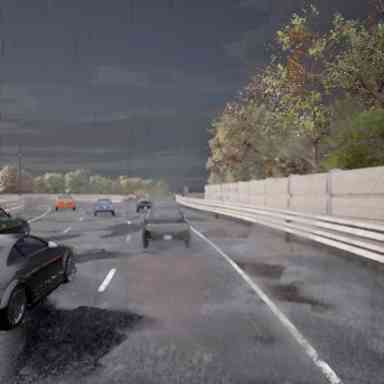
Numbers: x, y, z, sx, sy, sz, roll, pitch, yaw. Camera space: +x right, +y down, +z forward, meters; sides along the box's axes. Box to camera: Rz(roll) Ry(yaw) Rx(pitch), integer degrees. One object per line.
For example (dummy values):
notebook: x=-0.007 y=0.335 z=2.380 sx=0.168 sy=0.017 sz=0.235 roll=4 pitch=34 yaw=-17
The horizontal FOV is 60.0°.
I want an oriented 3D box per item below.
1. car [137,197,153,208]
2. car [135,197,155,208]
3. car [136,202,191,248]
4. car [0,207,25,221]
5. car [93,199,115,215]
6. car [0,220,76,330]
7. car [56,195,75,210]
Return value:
car: x=-6.121 y=1.343 z=43.370 sx=1.895 sy=1.301 sz=4.718 roll=0 pitch=0 yaw=-6
car: x=-5.036 y=1.293 z=35.737 sx=1.837 sy=1.490 sz=4.892 roll=0 pitch=1 yaw=-10
car: x=-1.192 y=1.402 z=14.371 sx=2.128 sy=1.511 sz=4.902 roll=0 pitch=0 yaw=-8
car: x=-7.934 y=1.304 z=12.640 sx=2.097 sy=1.767 sz=4.553 roll=0 pitch=0 yaw=-7
car: x=-8.372 y=1.377 z=31.489 sx=2.033 sy=1.411 sz=5.357 roll=0 pitch=0 yaw=-17
car: x=-3.856 y=1.536 z=6.783 sx=1.994 sy=1.385 sz=4.181 roll=0 pitch=0 yaw=-3
car: x=-15.020 y=1.159 z=39.471 sx=2.097 sy=1.767 sz=4.553 roll=0 pitch=0 yaw=-22
